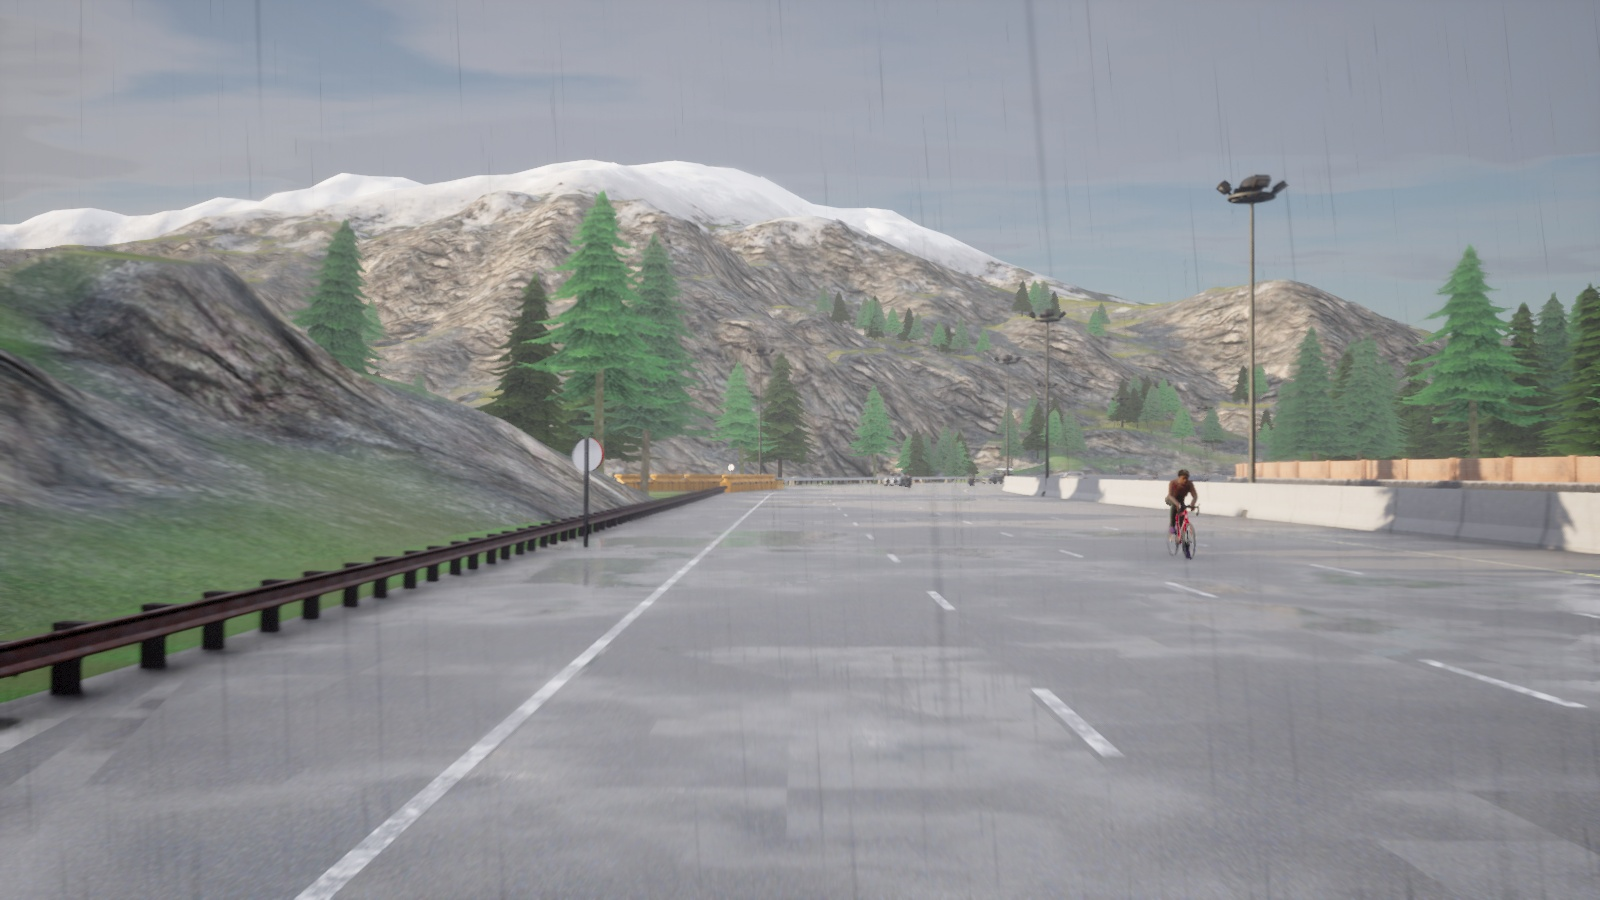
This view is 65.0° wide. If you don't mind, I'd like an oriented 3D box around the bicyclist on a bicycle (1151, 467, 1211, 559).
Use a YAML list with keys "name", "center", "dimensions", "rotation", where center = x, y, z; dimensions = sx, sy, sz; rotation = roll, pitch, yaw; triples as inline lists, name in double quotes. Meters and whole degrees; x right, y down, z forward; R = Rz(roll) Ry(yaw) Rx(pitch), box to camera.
- name: "bicyclist on a bicycle"
  center: [6.944, 1.120, 22.978]
  dimensions: [0.582, 1.620, 1.656]
  rotation: [0, -1, 0]
